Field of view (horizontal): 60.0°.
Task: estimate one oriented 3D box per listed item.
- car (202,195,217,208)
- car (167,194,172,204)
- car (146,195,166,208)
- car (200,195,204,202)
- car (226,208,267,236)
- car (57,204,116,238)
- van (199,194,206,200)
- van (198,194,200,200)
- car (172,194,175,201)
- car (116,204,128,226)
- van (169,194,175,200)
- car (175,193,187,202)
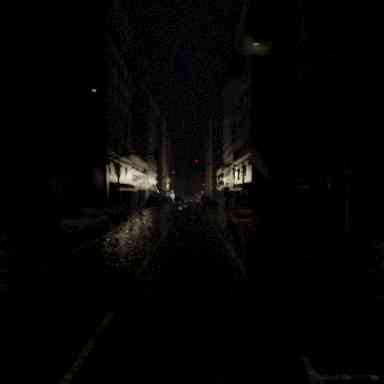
[{"bbox_3d":[2.867,1.597,50.327,1.887,1.381,4.507,0,0,0],"label":"car"},{"bbox_3d":[-5.656,1.515,66.833,1.967,1.590,4.097,0,0,0],"label":"car"},{"bbox_3d":[-5.659,1.368,50.329,2.192,1.841,5.009,0,0,0],"label":"car"},{"bbox_3d":[2.868,1.626,55.828,1.947,1.339,4.313,0,0,0],"label":"car"},{"bbox_3d":[2.860,1.540,18.197,1.752,1.417,4.829,0,0,0],"label":"car"},{"bbox_3d":[-5.666,1.540,17.860,1.752,1.417,4.829,0,0,0],"label":"car"},{"bbox_3d":[2.870,1.416,66.831,1.690,1.788,3.998,0,0,0],"label":"van"},{"bbox_3d":[2.872,1.430,77.834,1.690,1.788,3.998,0,0,0],"label":"van"},{"bbox_3d":[-5.653,1.529,77.836,1.967,1.590,4.097,0,0,0],"label":"car"},{"bbox_3d":[-5.664,1.571,23.555,2.008,1.369,4.403,0,0,0],"label":"car"},{"bbox_3d":[-5.650,1.453,94.341,1.690,1.788,3.998,0,0,0],"label":"van"},{"bbox_3d":[-2.983,1.316,79.021,2.150,2.045,5.566,0,0,0],"label":"car"}]
